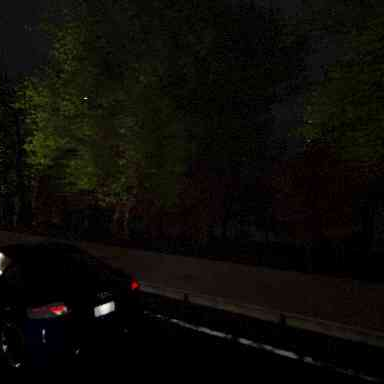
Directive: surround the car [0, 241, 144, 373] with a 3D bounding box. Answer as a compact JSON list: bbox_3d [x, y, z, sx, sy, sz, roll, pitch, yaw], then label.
[{"bbox_3d":[-2.821,1.564,5.701,4.181,1.385,1.994,0,0,36],"label":"car"}]
